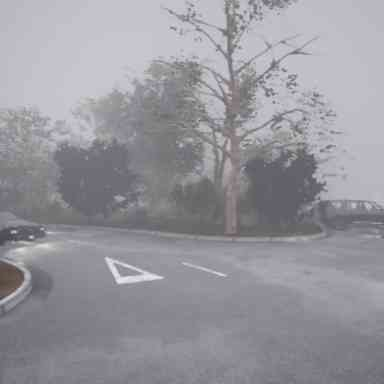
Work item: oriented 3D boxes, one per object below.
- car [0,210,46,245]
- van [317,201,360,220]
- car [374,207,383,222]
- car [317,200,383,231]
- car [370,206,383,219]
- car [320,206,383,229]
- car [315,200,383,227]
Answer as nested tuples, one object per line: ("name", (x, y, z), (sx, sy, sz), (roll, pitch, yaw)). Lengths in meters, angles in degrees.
("car", (-9.360, 1.549, 15.432), (5.357, 1.411, 2.033), (0, 0, 24))
("van", (16.741, 2.084, 38.219), (4.442, 1.987, 1.878), (0, -2, 18))
("car", (21.030, 2.361, 35.342), (2.033, 1.411, 5.357), (0, -2, 18))
("car", (11.542, 1.558, 22.424), (5.566, 2.045, 2.435), (0, -1, 18))
("car", (24.604, 2.580, 41.312), (2.128, 1.511, 4.902), (1, -3, -6))
("car", (12.331, 1.873, 24.968), (4.892, 1.521, 2.231), (0, -1, 18))
("car", (13.206, 1.691, 27.626), (5.566, 2.045, 2.435), (0, -1, 18))
